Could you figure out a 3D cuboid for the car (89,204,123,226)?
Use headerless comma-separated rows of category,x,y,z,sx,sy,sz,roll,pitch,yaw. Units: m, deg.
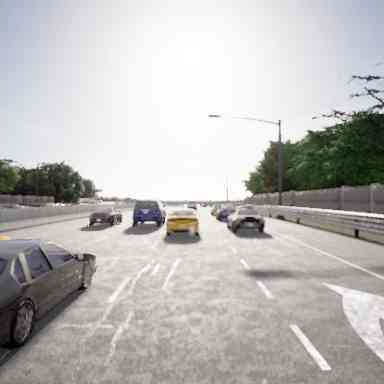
car,-6.893,1.946,26.896,1.812,1.442,4.674,0,-1,0

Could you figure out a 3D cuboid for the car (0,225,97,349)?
car,-3.398,1.627,6.309,2.033,1.411,5.357,0,-1,0

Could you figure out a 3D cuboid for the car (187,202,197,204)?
car,0.092,3.040,63.716,1.895,1.301,4.718,0,-2,0

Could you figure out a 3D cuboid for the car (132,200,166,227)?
car,-3.393,1.644,26.964,2.150,2.045,5.566,0,-1,0

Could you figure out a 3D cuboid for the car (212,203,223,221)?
car,3.508,2.072,33.438,2.163,1.488,4.792,0,-1,0

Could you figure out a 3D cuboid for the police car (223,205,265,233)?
police car,3.505,1.837,22.396,2.038,1.542,4.974,0,-1,0

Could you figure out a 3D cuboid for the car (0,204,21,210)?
car,-24.558,2.347,44.172,1.837,1.490,4.892,0,-1,0

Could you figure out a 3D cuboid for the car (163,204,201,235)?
car,-0.478,1.780,20.859,1.882,1.535,5.008,0,-1,1

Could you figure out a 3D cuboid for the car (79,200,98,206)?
car,-17.488,2.417,56.319,2.150,2.045,5.566,0,0,0
